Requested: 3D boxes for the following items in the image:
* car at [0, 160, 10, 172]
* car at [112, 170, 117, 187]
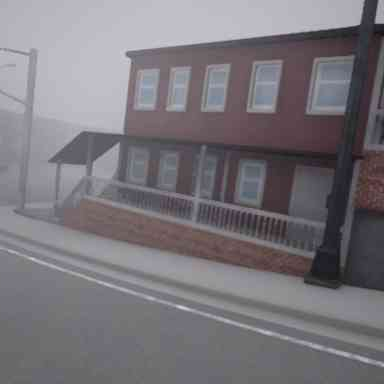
[{"bbox_3d":[-20.917,-2.874,33.856,1.994,1.385,4.181,11,7,35],"label":"car"},{"bbox_3d":[-5.093,-0.971,31.799,2.150,2.045,5.566,11,6,35],"label":"car"}]
